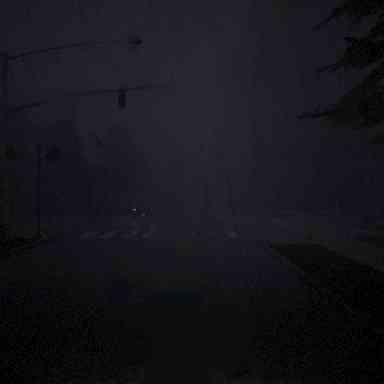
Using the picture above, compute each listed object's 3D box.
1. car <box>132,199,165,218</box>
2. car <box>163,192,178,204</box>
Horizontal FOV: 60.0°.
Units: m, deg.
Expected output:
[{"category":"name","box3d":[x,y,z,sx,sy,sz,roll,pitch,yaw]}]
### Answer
[{"category":"car","box3d":[-3.811,1.494,28.861,1.895,1.301,4.718,0,0,2]},{"category":"car","box3d":[-3.551,1.073,55.464,2.150,2.045,5.566,0,2,0]}]
